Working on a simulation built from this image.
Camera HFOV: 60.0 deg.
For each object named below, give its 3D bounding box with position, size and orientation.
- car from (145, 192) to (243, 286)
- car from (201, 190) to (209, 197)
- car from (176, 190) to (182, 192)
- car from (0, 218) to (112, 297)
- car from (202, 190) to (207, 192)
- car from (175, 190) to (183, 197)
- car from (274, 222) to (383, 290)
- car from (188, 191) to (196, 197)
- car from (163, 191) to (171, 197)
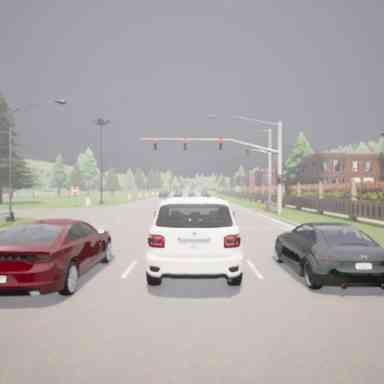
[{"bbox_3d":[0.064,1.136,9.278,2.150,2.045,5.566,0,1,0],"label":"car"},{"bbox_3d":[3.477,0.350,92.120,2.097,1.767,4.553,0,1,0],"label":"car"},{"bbox_3d":[-3.521,0.769,82.149,1.812,1.442,4.674,0,1,0],"label":"car"},{"bbox_3d":[-3.442,1.399,8.470,1.882,1.535,5.008,0,1,0],"label":"car"},{"bbox_3d":[3.479,0.840,82.181,1.895,1.301,4.718,0,1,0],"label":"car"},{"bbox_3d":[-3.523,0.350,92.119,2.097,1.767,4.553,0,1,0],"label":"car"},{"bbox_3d":[3.562,1.482,8.870,1.994,1.385,4.181,0,1,0],"label":"car"},{"bbox_3d":[-0.023,0.534,92.151,2.033,1.411,5.357,0,1,0],"label":"car"},{"bbox_3d":[-7.023,0.494,92.149,1.837,1.490,4.892,0,1,0],"label":"car"}]
